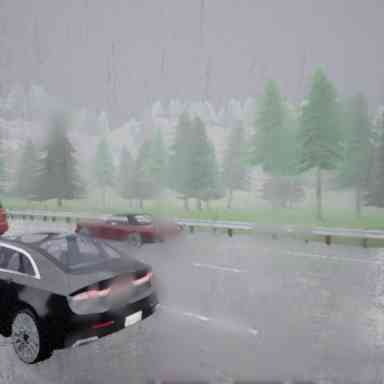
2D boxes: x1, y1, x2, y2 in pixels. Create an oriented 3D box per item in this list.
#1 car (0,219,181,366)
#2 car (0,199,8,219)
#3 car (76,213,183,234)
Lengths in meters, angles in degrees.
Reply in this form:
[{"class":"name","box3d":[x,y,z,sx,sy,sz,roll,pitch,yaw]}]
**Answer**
[{"class":"car","box3d":[-2.794,1.461,5.771,4.902,1.511,2.128,0,0,34]},{"class":"car","box3d":[-10.511,1.134,14.786,5.566,2.045,2.150,0,0,31]},{"class":"car","box3d":[-2.820,1.537,14.164,4.718,1.301,1.895,0,0,33]}]
